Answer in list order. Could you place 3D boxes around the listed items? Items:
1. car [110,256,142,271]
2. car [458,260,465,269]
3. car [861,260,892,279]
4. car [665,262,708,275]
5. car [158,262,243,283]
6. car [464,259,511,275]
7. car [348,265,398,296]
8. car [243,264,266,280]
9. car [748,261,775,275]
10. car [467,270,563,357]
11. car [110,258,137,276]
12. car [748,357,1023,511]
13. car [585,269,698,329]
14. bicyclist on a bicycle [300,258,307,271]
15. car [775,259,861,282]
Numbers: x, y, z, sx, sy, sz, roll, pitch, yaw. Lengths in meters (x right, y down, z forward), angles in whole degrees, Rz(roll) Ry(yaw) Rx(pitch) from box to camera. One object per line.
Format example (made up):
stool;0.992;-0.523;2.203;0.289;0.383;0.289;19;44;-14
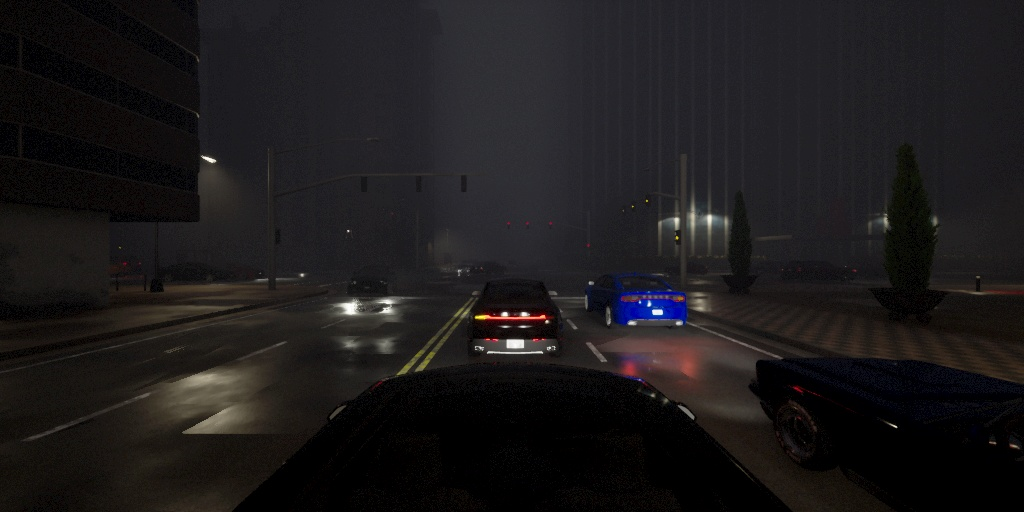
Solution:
car;-42.679;0.971;37.953;5.566;2.045;2.150;0;0;1
car;-7.089;1.276;55.284;1.812;1.442;4.674;0;0;0
car;31.887;1.297;31.529;5.357;1.411;2.033;0;0;-1
car;18.707;1.314;38.597;4.181;1.385;1.994;0;0;-1
car;-24.013;1.227;27.469;5.008;1.535;1.882;0;0;-1
car;-2.492;1.297;38.573;2.033;1.411;5.357;0;0;28
car;-7.362;1.228;19.456;1.882;1.535;5.008;1;0;-12
car;-23.748;1.314;30.972;4.181;1.385;1.994;0;0;-1
car;27.559;1.255;38.686;4.892;1.490;1.837;0;0;-1
car;0.062;1.255;8.549;1.837;1.490;4.892;0;0;0
car;-39.823;1.228;34.505;5.008;1.535;1.882;0;0;-1
car;3.601;1.351;1.892;1.895;1.301;4.718;0;0;0
car;3.575;1.228;11.237;1.882;1.535;5.008;0;0;0
bicyclist on a bicycle;-26.419;1.051;45.426;0.582;1.620;1.656;0;0;-1
car;23.756;1.102;27.947;4.553;1.767;2.097;0;0;-1
